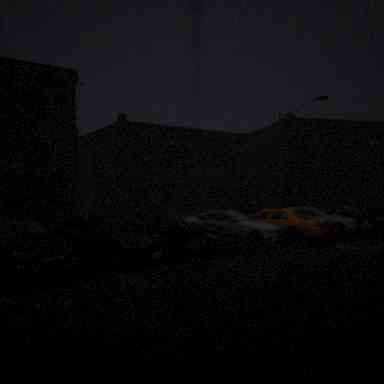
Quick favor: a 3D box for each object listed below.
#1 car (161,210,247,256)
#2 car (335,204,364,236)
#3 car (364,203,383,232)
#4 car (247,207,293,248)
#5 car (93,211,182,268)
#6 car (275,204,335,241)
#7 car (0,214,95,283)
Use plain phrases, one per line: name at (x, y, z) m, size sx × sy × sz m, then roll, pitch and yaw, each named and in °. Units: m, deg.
car at (-0.647, 1.489, 13.145) m, size 4.892 × 1.521 × 2.231 m, roll -1°, pitch -1°, yaw 34°
car at (6.520, 1.530, 18.248) m, size 4.674 × 1.452 × 2.002 m, roll -1°, pitch -1°, yaw 34°
car at (8.906, 1.492, 19.956) m, size 4.892 × 1.521 × 2.231 m, roll -1°, pitch -1°, yaw 34°
car at (1.743, 1.529, 14.840) m, size 4.674 × 1.452 × 2.002 m, roll -1°, pitch -1°, yaw 35°
car at (-3.007, 1.516, 11.414) m, size 4.792 × 1.488 × 2.163 m, roll -1°, pitch -1°, yaw 35°
car at (3.977, 1.489, 16.642) m, size 5.366 × 1.575 × 1.946 m, roll -1°, pitch -1°, yaw 35°
car at (-5.425, 1.487, 9.731) m, size 4.892 × 1.521 × 2.231 m, roll -1°, pitch -1°, yaw 35°
